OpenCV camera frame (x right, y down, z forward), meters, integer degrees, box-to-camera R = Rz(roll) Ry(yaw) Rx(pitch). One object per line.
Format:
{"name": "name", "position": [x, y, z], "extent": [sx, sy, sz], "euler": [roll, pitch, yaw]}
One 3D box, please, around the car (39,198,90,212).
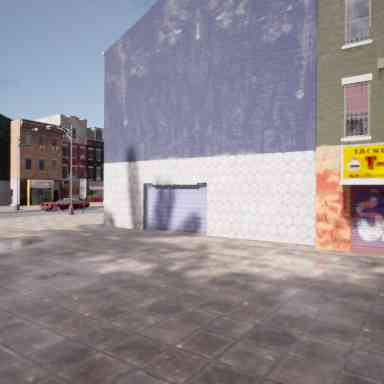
{"name": "car", "position": [-12.886, 1.301, 33.797], "extent": [1.895, 1.301, 4.718], "euler": [1, 1, 35]}
